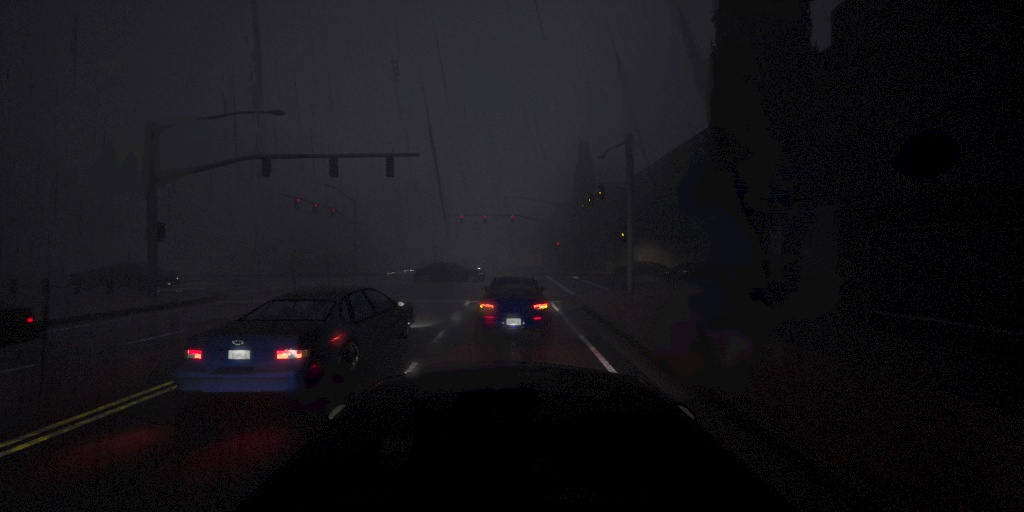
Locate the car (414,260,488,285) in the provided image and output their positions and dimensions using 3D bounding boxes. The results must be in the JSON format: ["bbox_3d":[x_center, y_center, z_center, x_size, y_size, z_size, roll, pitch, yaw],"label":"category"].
[{"bbox_3d":[-4.470,1.227,25.860,5.008,1.535,1.882,0,0,-3],"label":"car"}]

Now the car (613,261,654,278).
[{"bbox_3d":[11.895,1.241,33.342,4.902,1.511,2.128,0,0,0],"label":"car"}]

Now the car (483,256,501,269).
[{"bbox_3d":[-3.417,0.971,56.867,2.150,2.045,5.566,0,0,1],"label":"car"}]

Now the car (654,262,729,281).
[{"bbox_3d":[14.827,1.255,29.836,4.892,1.490,1.837,0,0,0],"label":"car"}]

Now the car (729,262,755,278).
[{"bbox_3d":[21.633,1.297,33.322,5.357,1.411,2.033,0,0,0],"label":"car"}]

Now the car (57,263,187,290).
[{"bbox_3d":[-23.516,1.297,21.803,5.357,1.411,2.033,0,0,0],"label":"car"}]

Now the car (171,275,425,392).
[{"bbox_3d":[-3.449,1.297,7.060,2.033,1.411,5.357,0,0,0],"label":"car"}]

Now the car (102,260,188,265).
[{"bbox_3d":[-26.300,1.253,25.289,4.892,1.490,1.837,1,0,0],"label":"car"}]

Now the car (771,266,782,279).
[{"bbox_3d":[24.033,1.102,29.816,4.553,1.767,2.097,0,0,0],"label":"car"}]

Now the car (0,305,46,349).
[{"bbox_3d":[-10.480,1.297,4.809,2.033,1.411,5.357,0,0,2],"label":"car"}]

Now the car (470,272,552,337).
[{"bbox_3d":[0.058,1.276,10.161,1.812,1.442,4.674,0,0,0],"label":"car"}]
